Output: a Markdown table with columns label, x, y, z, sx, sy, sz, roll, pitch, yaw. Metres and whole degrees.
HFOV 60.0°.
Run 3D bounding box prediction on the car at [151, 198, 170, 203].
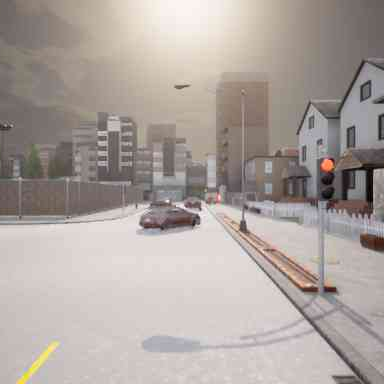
| label | x | y | z | sx | sy | sz | roll | pitch | yaw |
| --- | --- | --- | --- | --- | --- | --- | --- | --- | --- |
| car | -4.092 | 1.599 | 40.470 | 1.895 | 1.301 | 4.718 | 0 | 0 | 0 |

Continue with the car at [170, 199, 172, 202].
| label | x | y | z | sx | sy | sz | roll | pitch | yaw |
| --- | --- | --- | --- | --- | --- | --- | --- | --- | --- |
| car | -4.078 | 1.561 | 50.539 | 1.994 | 1.385 | 4.181 | 0 | 0 | 0 |

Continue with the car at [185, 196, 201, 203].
| label | x | y | z | sx | sy | sz | roll | pitch | yaw |
| --- | --- | --- | --- | --- | --- | --- | --- | --- | --- |
| car | 0.112 | 1.350 | 42.710 | 2.097 | 1.767 | 4.553 | 0 | 0 | 0 |

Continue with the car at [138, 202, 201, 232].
| label | x | y | z | sx | sy | sz | roll | pitch | yaw |
| --- | --- | --- | --- | --- | --- | --- | --- | --- | --- |
| car | -1.308 | 1.563 | 20.490 | 1.994 | 1.385 | 4.181 | 1 | 0 | 38 |
